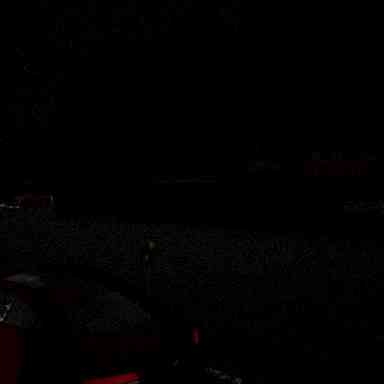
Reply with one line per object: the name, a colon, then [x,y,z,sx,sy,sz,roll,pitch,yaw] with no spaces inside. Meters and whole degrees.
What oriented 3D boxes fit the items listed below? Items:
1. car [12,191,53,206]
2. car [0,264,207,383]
car: [-19.795,0.764,41.361,2.097,1.767,4.553,1,2,35]
car: [-1.791,1.581,4.077,4.206,1.307,1.802,0,1,36]
